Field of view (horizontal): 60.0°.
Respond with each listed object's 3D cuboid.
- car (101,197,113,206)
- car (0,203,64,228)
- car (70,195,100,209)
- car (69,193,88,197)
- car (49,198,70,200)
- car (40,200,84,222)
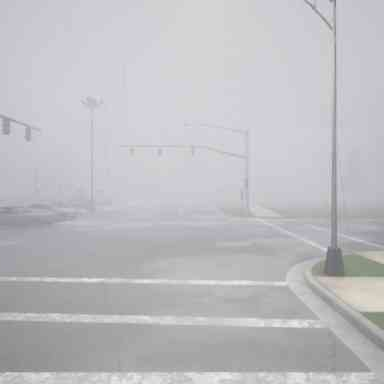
[{"bbox_3d":[-14.327,1.520,54.462,1.812,1.442,4.674,0,0,1],"label":"car"},{"bbox_3d":[-11.216,1.599,21.668,4.718,1.301,1.895,0,0,0],"label":"car"},{"bbox_3d":[-14.463,1.543,44.872,2.033,1.411,5.357,0,0,1],"label":"car"},{"bbox_3d":[-17.864,1.216,52.578,2.150,2.045,5.566,0,0,1],"label":"car"},{"bbox_3d":[-18.002,1.597,42.938,1.895,1.301,4.718,0,0,1],"label":"car"},{"bbox_3d":[-11.013,1.523,25.166,4.674,1.442,1.812,0,0,0],"label":"car"}]
